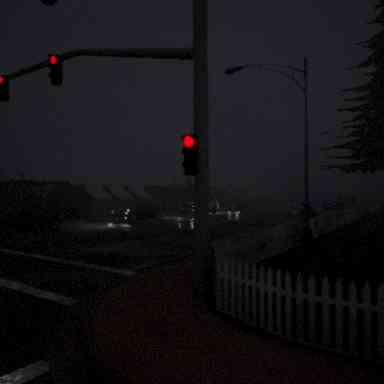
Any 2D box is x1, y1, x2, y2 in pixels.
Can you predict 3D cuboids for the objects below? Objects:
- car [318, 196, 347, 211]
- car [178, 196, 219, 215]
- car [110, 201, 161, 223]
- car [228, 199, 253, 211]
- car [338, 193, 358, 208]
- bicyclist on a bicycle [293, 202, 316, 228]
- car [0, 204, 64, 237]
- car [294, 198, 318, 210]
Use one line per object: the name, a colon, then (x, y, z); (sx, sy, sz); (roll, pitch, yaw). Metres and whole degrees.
car: (17.979, 1.602, 42.404); (1.882, 1.535, 5.008); (-1, 0, 34)
car: (0.801, 1.440, 36.052); (2.150, 2.045, 5.566); (-1, 0, 34)
car: (-4.664, 1.562, 27.956); (2.097, 1.767, 4.553); (-1, 0, 34)
car: (6.509, 1.718, 44.460); (2.128, 1.511, 4.902); (-1, 0, 34)
car: (23.548, 1.355, 50.671); (2.150, 2.045, 5.566); (-1, 0, 34)
bicyclist on a bicycle: (6.226, 1.367, 18.203); (1.656, 1.620, 0.582); (-1, -1, 34)
car: (-10.136, 1.554, 19.846); (2.097, 1.767, 4.553); (-1, 0, 34)
car: (15.019, 1.685, 44.329); (1.812, 1.442, 4.674); (-1, 0, 33)
